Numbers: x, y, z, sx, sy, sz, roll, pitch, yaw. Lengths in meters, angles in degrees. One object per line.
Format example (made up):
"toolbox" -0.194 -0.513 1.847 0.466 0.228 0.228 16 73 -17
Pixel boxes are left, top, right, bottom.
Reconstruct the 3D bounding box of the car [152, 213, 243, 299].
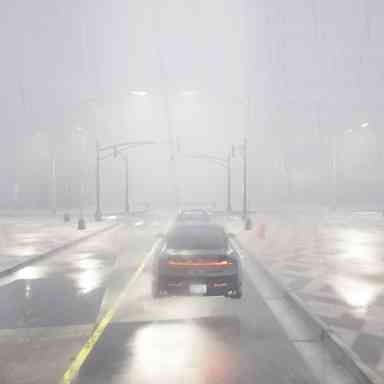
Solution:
"car" 0.101 1.502 8.437 1.837 1.490 4.892 0 0 0

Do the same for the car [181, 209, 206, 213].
"car" 0.062 1.557 17.340 1.994 1.385 4.181 0 0 1
